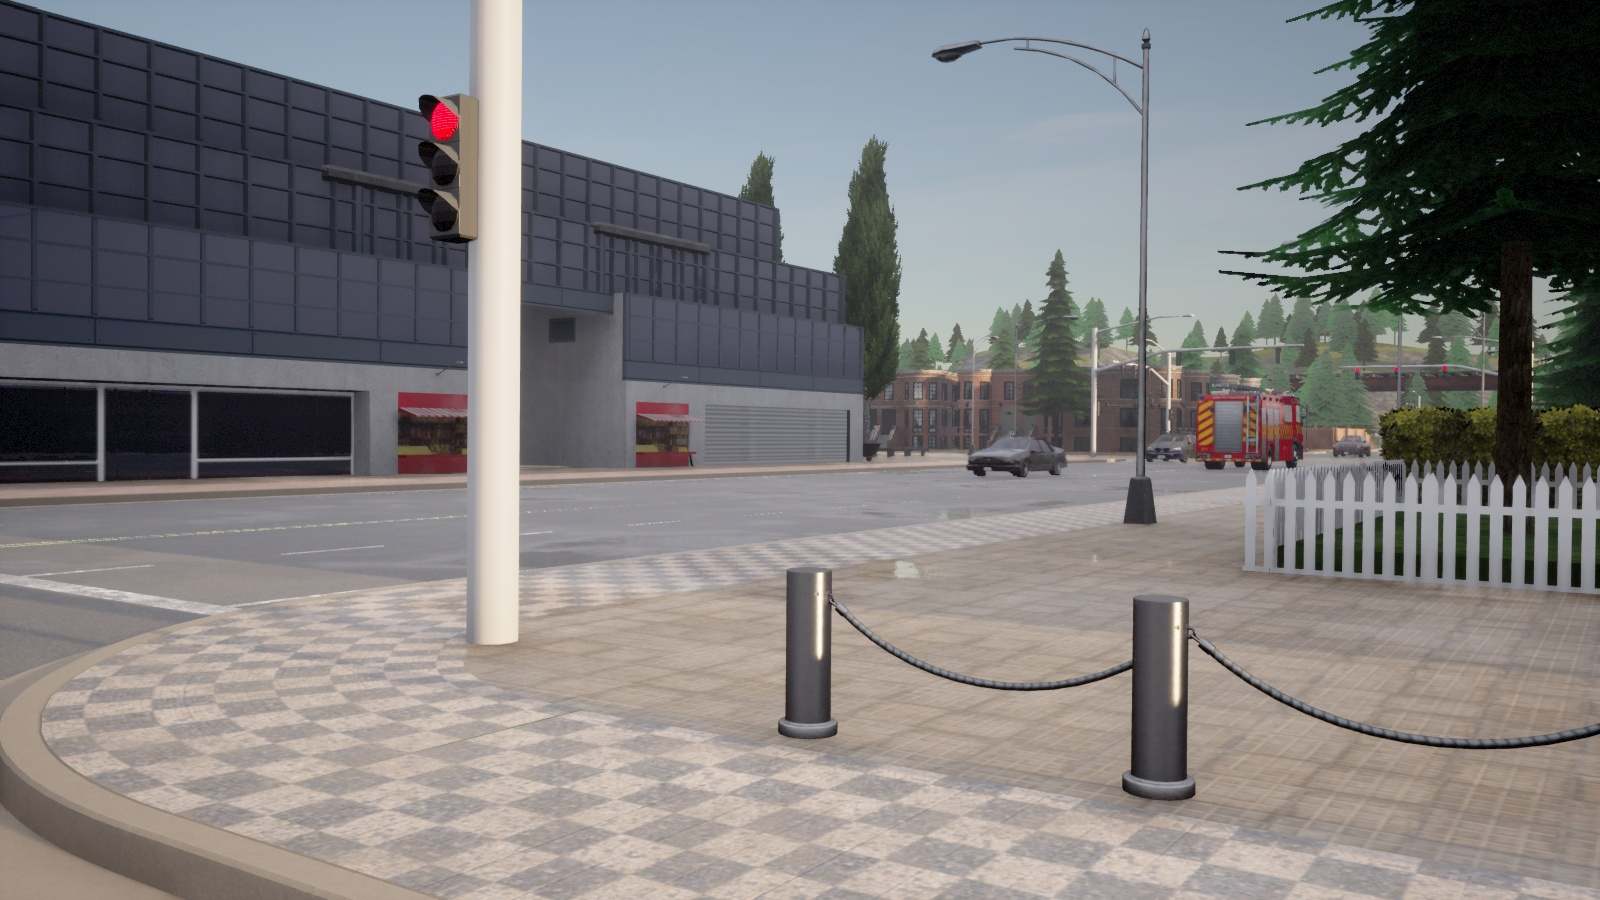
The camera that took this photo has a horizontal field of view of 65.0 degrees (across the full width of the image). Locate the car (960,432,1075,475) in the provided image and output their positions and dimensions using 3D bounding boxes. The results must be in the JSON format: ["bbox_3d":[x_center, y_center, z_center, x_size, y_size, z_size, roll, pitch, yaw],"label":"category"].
[{"bbox_3d":[7.849,0.094,44.934,2.033,1.411,5.357,0,1,34],"label":"car"}]

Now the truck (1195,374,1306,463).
[{"bbox_3d":[21.085,-1.422,58.443,2.891,3.827,8.468,0,1,34],"label":"truck"}]

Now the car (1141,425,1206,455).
[{"bbox_3d":[21.219,-0.589,71.244,2.242,1.667,4.611,0,1,34],"label":"car"}]
